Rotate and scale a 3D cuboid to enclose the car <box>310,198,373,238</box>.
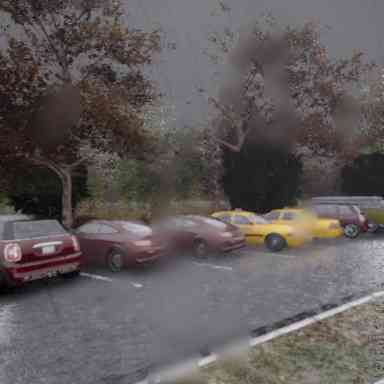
[{"bbox_3d":[6.834,1.362,17.698,4.553,1.767,2.185,-1,0,33],"label":"car"}]

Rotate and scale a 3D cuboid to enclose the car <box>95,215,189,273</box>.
[{"bbox_3d":[-2.668,1.539,10.609,4.674,1.452,2.002,-1,-1,34],"label":"car"}]

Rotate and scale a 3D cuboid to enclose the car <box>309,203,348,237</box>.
[{"bbox_3d":[4.298,1.490,16.021,5.366,1.575,1.946,-1,-1,33],"label":"car"}]

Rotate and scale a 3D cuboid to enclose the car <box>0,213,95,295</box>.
[{"bbox_3d":[-5.043,1.375,8.854,4.553,1.767,2.185,-1,-1,34],"label":"car"}]

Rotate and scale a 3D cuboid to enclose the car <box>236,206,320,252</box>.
[{"bbox_3d":[2.246,1.487,14.040,5.366,1.575,1.946,-1,-1,33],"label":"car"}]

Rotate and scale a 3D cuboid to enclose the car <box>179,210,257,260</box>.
[{"bbox_3d":[-0.285,1.536,12.365,4.674,1.452,2.002,-1,-1,34],"label":"car"}]

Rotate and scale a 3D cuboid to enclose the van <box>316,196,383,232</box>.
[{"bbox_3d":[9.248,1.258,19.469,4.442,1.987,1.878,-1,-1,32],"label":"van"}]
